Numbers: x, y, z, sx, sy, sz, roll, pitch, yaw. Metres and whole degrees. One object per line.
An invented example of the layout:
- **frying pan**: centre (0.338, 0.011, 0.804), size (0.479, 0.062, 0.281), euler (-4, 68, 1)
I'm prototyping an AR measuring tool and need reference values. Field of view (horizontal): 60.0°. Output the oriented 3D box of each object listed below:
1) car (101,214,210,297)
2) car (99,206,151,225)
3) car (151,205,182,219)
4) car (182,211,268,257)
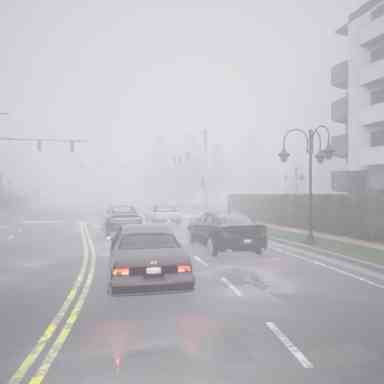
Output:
- **car**: centre (-1.269, 1.547, 8.813), size (2.033, 1.411, 5.357), euler (0, 0, -12)
- **car**: centre (-3.918, 1.492, 18.190), size (2.128, 1.511, 4.902), euler (0, 0, -19)
- **car**: centre (-2.159, 1.601, 23.775), size (1.895, 1.301, 4.718), euler (0, 0, -17)
- **car**: centre (1.185, 1.478, 13.196), size (1.882, 1.535, 5.008), euler (0, -1, -14)
